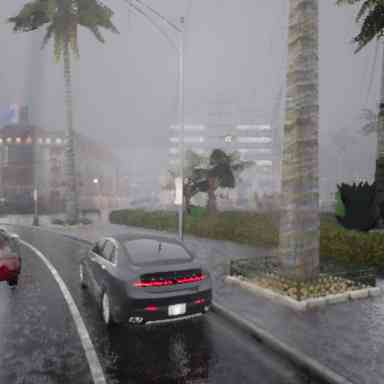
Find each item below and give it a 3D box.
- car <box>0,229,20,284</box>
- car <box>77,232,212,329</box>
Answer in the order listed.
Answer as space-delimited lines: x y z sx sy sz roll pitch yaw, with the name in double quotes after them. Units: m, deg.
-6.090 1.739 9.585 1.994 1.385 4.181 1 -1 -29 "car"
-1.325 1.659 7.457 1.837 1.490 4.892 1 -1 -27 "car"
